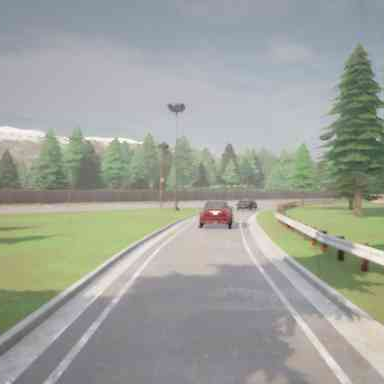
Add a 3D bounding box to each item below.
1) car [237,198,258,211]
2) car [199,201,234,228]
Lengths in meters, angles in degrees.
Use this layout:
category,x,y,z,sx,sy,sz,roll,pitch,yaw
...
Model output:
category,x,y,z,sx,sy,sz,roll,pitch,yaw
car,7.012,1.521,41.968,2.128,1.511,4.902,0,0,22
car,1.742,1.363,22.694,2.097,1.767,4.553,0,0,8
